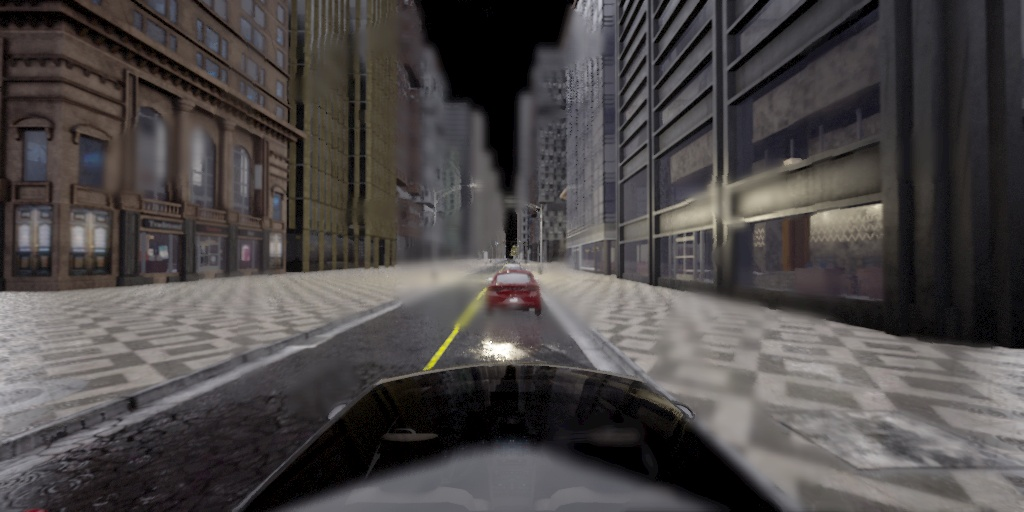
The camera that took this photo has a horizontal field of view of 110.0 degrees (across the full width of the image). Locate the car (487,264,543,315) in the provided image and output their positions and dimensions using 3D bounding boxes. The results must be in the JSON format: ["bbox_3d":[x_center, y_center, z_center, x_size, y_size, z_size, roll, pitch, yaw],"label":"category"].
[{"bbox_3d":[0.084,1.261,13.825,1.882,1.535,5.008,0,0,0],"label":"car"}]
